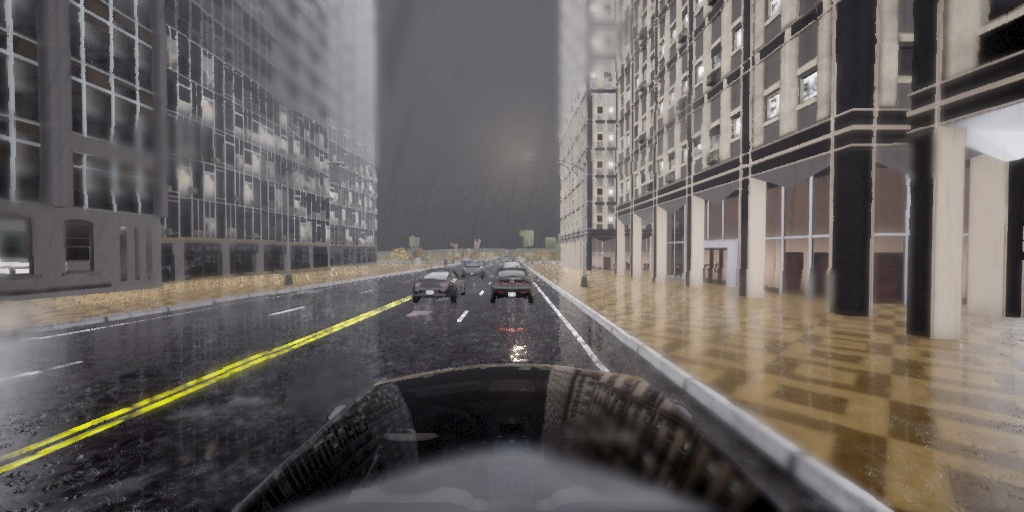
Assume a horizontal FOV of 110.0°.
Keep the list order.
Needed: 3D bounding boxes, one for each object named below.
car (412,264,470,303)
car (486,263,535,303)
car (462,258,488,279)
[{"bbox_3d":[-3.250,1.275,16.503,1.812,1.442,4.674,0,0,0],"label":"car"},{"bbox_3d":[0.000,1.258,16.503,1.837,1.490,4.892,0,0,0],"label":"car"},{"bbox_3d":[-3.250,1.226,31.504,2.128,1.511,4.902,0,0,0],"label":"car"}]
